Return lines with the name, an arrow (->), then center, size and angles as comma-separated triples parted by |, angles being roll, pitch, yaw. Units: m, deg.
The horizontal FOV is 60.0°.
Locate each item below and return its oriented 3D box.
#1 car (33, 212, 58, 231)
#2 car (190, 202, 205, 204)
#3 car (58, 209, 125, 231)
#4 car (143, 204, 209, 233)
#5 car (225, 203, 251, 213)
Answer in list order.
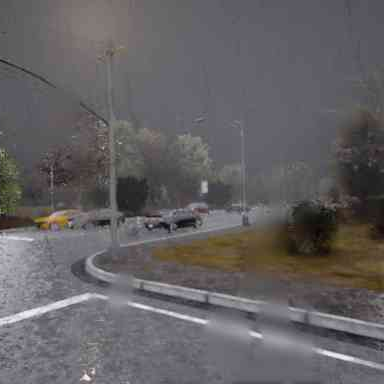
car -> -10.470, 2.234, 27.372 | 1.882, 1.535, 5.008 | -3, -1, 34
car -> 0.446, 2.172, 44.416 | 2.097, 1.767, 4.553 | -3, -2, 32
car -> -7.368, 2.115, 25.714 | 2.128, 1.511, 4.902 | -3, -1, 33
car -> -1.163, 1.847, 22.243 | 2.128, 1.511, 4.902 | -3, -1, 34
car -> 6.627, 2.271, 47.627 | 2.033, 1.411, 5.357 | -3, -2, 33
